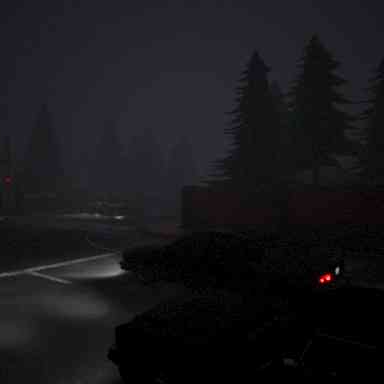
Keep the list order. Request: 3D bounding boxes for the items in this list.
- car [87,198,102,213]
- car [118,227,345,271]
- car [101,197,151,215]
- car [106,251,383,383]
[{"bbox_3d":[-9.035,1.290,35.741,2.097,1.767,4.553,0,0,35],"label":"car"},{"bbox_3d":[0.702,1.539,7.768,5.357,1.411,2.033,0,0,36],"label":"car"},{"bbox_3d":[-6.302,1.423,33.547,1.882,1.535,5.008,0,0,35],"label":"car"},{"bbox_3d":[1.424,1.600,2.937,4.718,1.301,1.895,0,0,36],"label":"car"}]
